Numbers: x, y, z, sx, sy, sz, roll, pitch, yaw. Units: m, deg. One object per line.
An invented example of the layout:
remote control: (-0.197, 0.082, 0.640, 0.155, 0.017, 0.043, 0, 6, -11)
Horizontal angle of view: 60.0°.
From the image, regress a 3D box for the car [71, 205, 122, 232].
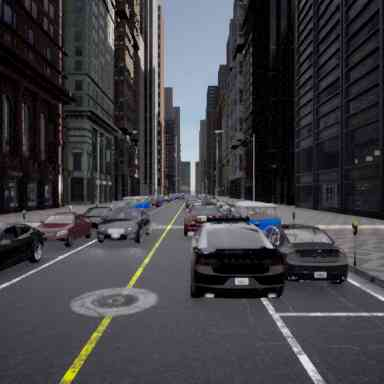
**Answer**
car: (-5.738, 1.571, 20.615, 1.947, 1.339, 4.313, 0, 0, 0)

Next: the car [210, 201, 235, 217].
car: (2.801, 1.564, 31.893, 2.008, 1.369, 4.403, 0, 0, 0)

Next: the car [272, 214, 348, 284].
car: (2.773, 1.552, 9.348, 2.008, 1.369, 4.403, 0, 0, 0)

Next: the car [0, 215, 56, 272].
car: (-5.752, 1.567, 9.341, 1.947, 1.339, 4.313, 0, 0, 0)

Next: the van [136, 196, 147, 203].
van: (-5.725, 1.354, 31.888, 1.690, 1.788, 3.998, 0, 0, 0)

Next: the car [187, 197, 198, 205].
car: (0.074, 1.643, 59.665, 1.895, 1.301, 4.718, 0, 0, 0)

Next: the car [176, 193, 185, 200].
car: (-2.884, 1.699, 93.421, 1.895, 1.301, 4.718, 0, 0, 0)

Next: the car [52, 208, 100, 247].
car: (-5.745, 1.585, 14.979, 1.802, 1.307, 4.206, 0, 0, 0)

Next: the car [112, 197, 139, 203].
car: (-5.731, 1.449, 26.252, 1.967, 1.590, 4.097, 0, 0, 0)

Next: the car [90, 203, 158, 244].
car: (-3.080, 1.495, 15.866, 2.128, 1.511, 4.902, 0, 0, 0)

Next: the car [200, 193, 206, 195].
car: (2.828, 1.351, 54.438, 2.192, 1.841, 5.009, 0, 0, 0)

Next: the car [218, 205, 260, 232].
car: (2.787, 1.556, 20.621, 2.008, 1.369, 4.403, 0, 0, 0)

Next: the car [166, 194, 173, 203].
car: (-5.676, 1.604, 71.344, 1.887, 1.381, 4.507, 0, 0, 0)

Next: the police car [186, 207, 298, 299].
police car: (0.911, 1.426, 8.646, 1.930, 1.638, 5.238, 0, 0, 0)

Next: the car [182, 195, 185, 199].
car: (0.072, 1.518, 45.971, 2.128, 1.511, 4.902, 0, 0, 0)

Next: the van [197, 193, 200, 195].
van: (2.862, 1.420, 82.619, 1.690, 1.788, 3.998, 0, 0, 0)

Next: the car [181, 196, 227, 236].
car: (0.700, 1.348, 18.541, 2.097, 1.767, 4.553, -1, 0, 2)

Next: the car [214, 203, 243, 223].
car: (2.794, 1.591, 26.257, 1.802, 1.307, 4.206, 0, 0, 0)

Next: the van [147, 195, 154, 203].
van: (-5.718, 1.359, 37.525, 1.690, 1.788, 3.998, 0, 0, 0)

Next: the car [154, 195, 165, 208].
car: (-5.704, 1.344, 48.797, 2.192, 1.841, 5.009, 0, 0, 0)

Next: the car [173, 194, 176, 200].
car: (-5.662, 1.644, 82.617, 1.947, 1.339, 4.313, 0, 0, 0)

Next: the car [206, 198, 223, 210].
car: (2.815, 1.568, 43.165, 1.887, 1.381, 4.507, 0, 0, 0)

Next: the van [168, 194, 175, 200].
van: (-5.649, 1.440, 93.891, 1.690, 1.788, 3.998, 0, 0, 0)

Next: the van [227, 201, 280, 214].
van: (2.780, 1.344, 14.984, 1.690, 1.788, 3.998, 0, 0, 0)
